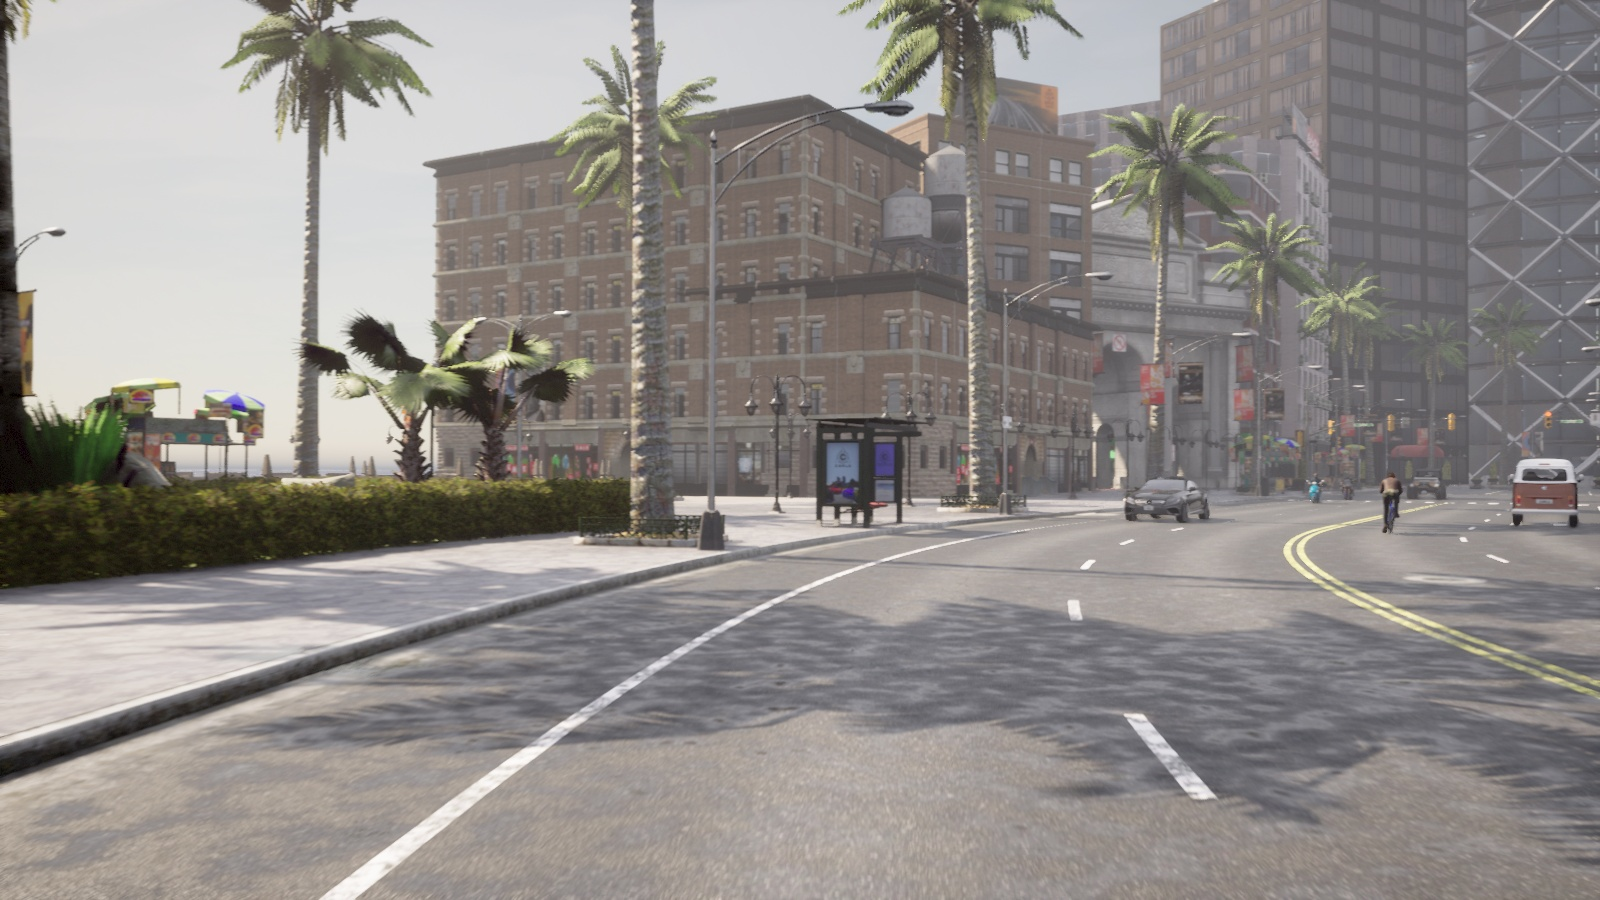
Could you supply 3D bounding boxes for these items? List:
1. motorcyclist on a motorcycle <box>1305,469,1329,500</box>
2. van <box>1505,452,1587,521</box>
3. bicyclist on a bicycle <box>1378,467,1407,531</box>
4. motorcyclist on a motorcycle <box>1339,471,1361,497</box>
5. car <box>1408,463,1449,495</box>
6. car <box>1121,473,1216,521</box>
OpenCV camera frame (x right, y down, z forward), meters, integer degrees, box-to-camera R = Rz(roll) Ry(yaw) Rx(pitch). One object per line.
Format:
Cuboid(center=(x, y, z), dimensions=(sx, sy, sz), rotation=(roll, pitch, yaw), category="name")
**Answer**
Cuboid(center=(26.383, 1.755, 64.059), dimensions=(0.866, 1.590, 1.817), rotation=(-1, -1, 32), category="motorcyclist on a motorcycle")
Cuboid(center=(23.523, 1.124, 39.548), dimensions=(2.069, 2.038, 4.480), rotation=(-1, -1, 32), category="van")
Cuboid(center=(15.525, 1.268, 32.915), dimensions=(0.582, 1.620, 1.656), rotation=(0, -1, 29), category="bicyclist on a bicycle")
Cuboid(center=(32.043, 1.971, 73.172), dimensions=(0.866, 1.530, 2.191), rotation=(-1, -1, 32), category="motorcyclist on a motorcycle")
Cuboid(center=(38.561, 1.776, 77.041), dimensions=(1.905, 1.878, 3.866), rotation=(-1, -1, 32), category="car")
Cuboid(center=(12.077, 1.488, 40.991), dimensions=(1.812, 1.442, 4.674), rotation=(-1, -1, 31), category="car")
